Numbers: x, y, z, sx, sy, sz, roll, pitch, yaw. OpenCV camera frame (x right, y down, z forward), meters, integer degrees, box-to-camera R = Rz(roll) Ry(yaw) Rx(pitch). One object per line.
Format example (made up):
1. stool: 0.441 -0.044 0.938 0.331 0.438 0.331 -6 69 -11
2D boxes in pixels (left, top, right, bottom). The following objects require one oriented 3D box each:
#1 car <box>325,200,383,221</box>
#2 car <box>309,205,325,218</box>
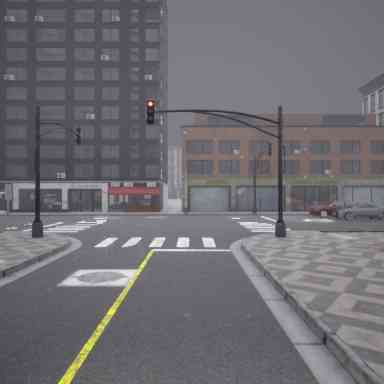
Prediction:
1. car: 13.399 1.550 26.653 4.181 1.385 1.994 0 0 0
2. car: 13.143 1.491 29.906 5.008 1.535 1.882 0 0 1
